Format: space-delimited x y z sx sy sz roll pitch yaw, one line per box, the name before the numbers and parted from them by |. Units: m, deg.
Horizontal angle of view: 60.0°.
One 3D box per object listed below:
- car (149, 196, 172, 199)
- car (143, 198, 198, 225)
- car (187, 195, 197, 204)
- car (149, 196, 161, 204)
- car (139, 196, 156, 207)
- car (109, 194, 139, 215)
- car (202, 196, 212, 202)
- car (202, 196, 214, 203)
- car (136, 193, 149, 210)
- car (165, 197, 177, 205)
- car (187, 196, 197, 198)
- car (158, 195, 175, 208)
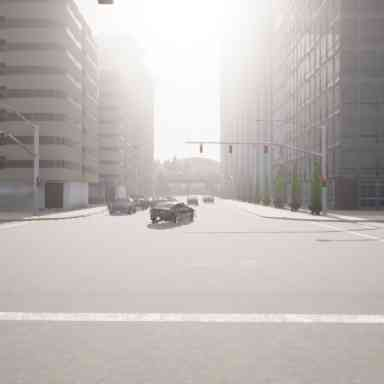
car | -3.630 1.504 38.896 1.837 1.490 4.892 0 0 0
car | -1.284 1.458 23.947 1.837 1.490 4.892 2 1 23
car | -0.051 1.477 66.620 1.882 1.535 5.008 0 0 0
car | -7.095 1.504 64.385 1.837 1.490 4.892 0 0 0
car | -7.131 1.491 53.946 2.128 1.511 4.902 0 0 0
car | -7.127 1.352 34.397 2.097 1.767 4.553 0 0 0
car | 3.442 1.528 76.123 1.994 1.385 4.181 0 0 0
car | 3.448 1.504 67.456 1.837 1.490 4.892 0 0 0
car | -7.131 1.221 43.986 2.150 2.045 5.566 0 0 0
car | -3.623 1.601 57.869 1.895 1.301 4.718 0 0 0
car | 0.062 1.477 56.238 1.882 1.535 5.008 0 0 0
car | -3.633 1.352 48.100 2.097 1.767 4.553 0 0 0
